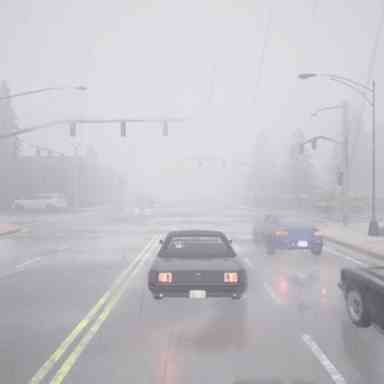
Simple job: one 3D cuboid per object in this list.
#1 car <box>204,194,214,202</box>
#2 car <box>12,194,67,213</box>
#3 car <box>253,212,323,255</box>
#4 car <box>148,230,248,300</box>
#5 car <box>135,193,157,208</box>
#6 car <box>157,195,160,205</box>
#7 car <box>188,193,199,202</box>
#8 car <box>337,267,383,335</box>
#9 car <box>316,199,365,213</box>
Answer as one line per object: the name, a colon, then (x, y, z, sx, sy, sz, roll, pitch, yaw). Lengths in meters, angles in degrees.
car: (3.810, 1.338, 75.038, 2.097, 1.767, 4.553, 0, 0, 0)
car: (-16.770, 1.213, 36.703, 5.566, 2.045, 2.150, 0, 0, 0)
car: (3.633, 1.523, 13.153, 1.812, 1.442, 4.674, 0, 0, 0)
car: (0.097, 1.599, 8.361, 1.895, 1.301, 4.718, 0, 0, 0)
car: (-6.876, 1.210, 48.989, 2.150, 2.045, 5.566, 0, 0, 1)
car: (-6.827, 1.339, 59.001, 2.097, 1.767, 4.553, 0, 0, 1)
car: (0.306, 1.208, 74.932, 2.150, 2.045, 5.566, 0, 0, 0)
car: (3.612, 1.600, 4.050, 1.895, 1.301, 4.718, 0, 0, 0)
car: (16.069, 1.469, 36.137, 5.008, 1.535, 1.882, 0, 0, 0)
